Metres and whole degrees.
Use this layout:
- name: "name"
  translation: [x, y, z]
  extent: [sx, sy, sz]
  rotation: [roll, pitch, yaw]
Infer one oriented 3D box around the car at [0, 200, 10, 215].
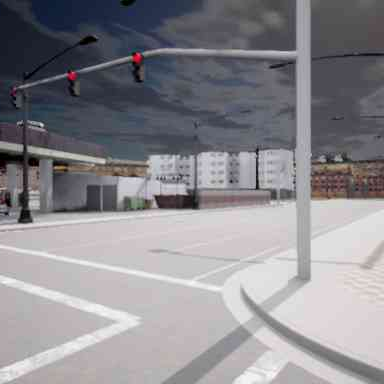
- name: "car"
  translation: [-19.533, 1.536, 32.482]
  extent: [3.806, 1.475, 1.970]
  rotation: [0, 0, 36]
